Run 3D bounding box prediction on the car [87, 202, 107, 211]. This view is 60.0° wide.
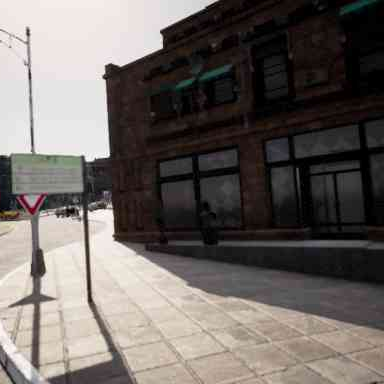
[{"bbox_3d":[-17.348,2.519,60.887,1.994,1.385,4.181,-5,2,17],"label":"car"}]

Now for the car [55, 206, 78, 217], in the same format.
[{"bbox_3d":[-19.090,2.941,50.763,2.128,1.511,4.902,-4,1,5],"label":"car"}]
